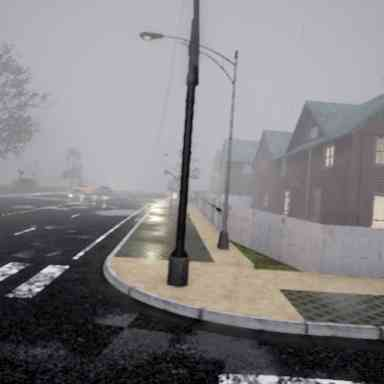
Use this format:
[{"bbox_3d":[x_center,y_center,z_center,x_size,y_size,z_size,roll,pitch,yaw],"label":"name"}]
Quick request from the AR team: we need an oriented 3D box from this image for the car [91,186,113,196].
[{"bbox_3d":[-12.994,-0.185,49.346,1.812,1.442,4.674,4,1,-1],"label":"car"}]

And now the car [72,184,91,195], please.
[{"bbox_3d":[-16.232,-0.462,49.309,1.882,1.535,5.008,4,1,-1],"label":"car"}]
